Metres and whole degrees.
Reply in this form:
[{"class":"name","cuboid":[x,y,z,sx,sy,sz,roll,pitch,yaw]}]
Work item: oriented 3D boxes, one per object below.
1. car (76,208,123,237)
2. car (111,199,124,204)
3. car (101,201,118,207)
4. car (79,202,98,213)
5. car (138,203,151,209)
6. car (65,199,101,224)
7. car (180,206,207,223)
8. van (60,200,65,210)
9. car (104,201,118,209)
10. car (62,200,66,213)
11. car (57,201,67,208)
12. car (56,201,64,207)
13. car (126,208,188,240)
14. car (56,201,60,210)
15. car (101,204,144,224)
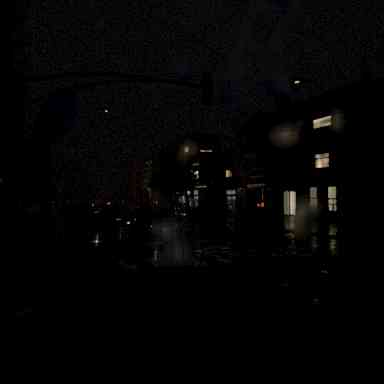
[{"class":"car","cuboid":[-5.901,1.939,20.847,1.947,1.339,4.313,-2,0,-24]},{"class":"car","cuboid":[-13.570,2.211,59.755,2.192,1.841,5.009,-2,0,-24]},{"class":"car","cuboid":[-9.909,2.107,36.913,1.837,1.490,4.892,-1,-1,-23]},{"class":"car","cuboid":[-15.817,2.351,50.707,2.128,1.511,4.902,-1,-1,-24]},{"class":"car","cuboid":[-6.630,2.175,43.864,2.008,1.369,4.403,-2,0,-24]},{"class":"car","cuboid":[-10.012,1.851,30.340,2.192,1.841,5.009,-2,0,-24]},{"class":"car","cuboid":[-0.188,1.924,29.364,2.008,1.369,4.403,-2,0,-24]},{"class":"van","cuboid":[-19.046,2.234,51.344,1.690,1.788,3.998,-2,0,-24]},{"class":"car","cuboid":[-15.840,2.510,64.984,1.752,1.417,4.829,-2,0,-24]},{"class":"car","cuboid":[-14.344,2.149,40.524,1.967,1.590,4.097,-2,0,-24]},{"class":"car","cuboid":[-30.087,2.870,76.712,1.887,1.381,4.507,-2,0,-24]},{"class":"car","cuboid":[-34.439,3.021,86.705,1.752,1.417,4.829,-2,0,-24]},{"class":"car","cuboid":[-2.132,1.860,19.040,1.994,1.385,4.181,-1,-1,-24]},{"class":"car","cuboid":[-23.465,2.381,61.492,2.192,1.841,5.009,-2,0,-24]},{"class":"car","cuboid":[-5.880,1.991,27.633,2.033,1.411,5.357,-1,-1,-24]}]
